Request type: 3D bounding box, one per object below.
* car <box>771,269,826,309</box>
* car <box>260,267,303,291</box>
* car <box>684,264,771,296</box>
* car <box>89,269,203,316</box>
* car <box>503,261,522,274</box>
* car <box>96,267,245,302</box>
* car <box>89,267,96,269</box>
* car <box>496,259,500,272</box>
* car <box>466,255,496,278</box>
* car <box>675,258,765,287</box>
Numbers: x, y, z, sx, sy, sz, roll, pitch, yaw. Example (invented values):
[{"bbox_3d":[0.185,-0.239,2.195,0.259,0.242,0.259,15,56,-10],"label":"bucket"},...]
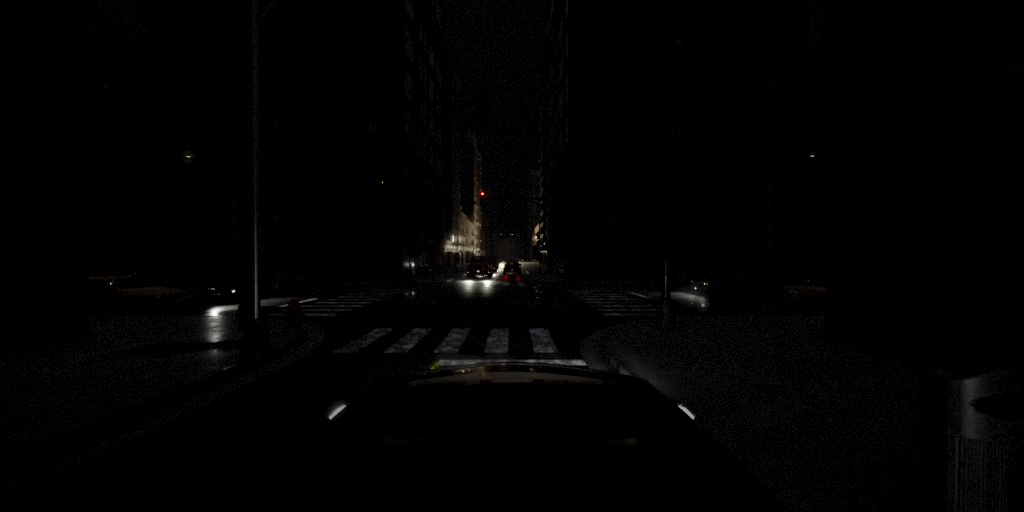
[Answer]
[{"bbox_3d":[12.481,1.280,12.949,4.829,1.417,1.751,0,0,0],"label":"car"},{"bbox_3d":[-14.567,1.306,20.961,4.313,1.339,1.948,0,0,0],"label":"car"},{"bbox_3d":[12.136,1.277,18.398,5.357,1.411,2.033,0,0,3],"label":"car"},{"bbox_3d":[-14.402,1.304,12.936,4.829,1.417,1.751,0,0,0],"label":"car"},{"bbox_3d":[0.007,1.263,40.024,1.812,1.442,4.674,0,0,0],"label":"car"},{"bbox_3d":[-14.408,1.271,15.484,4.892,1.490,1.837,0,0,1],"label":"car"},{"bbox_3d":[-25.392,1.314,20.956,4.313,1.339,1.948,0,0,0],"label":"car"},{"bbox_3d":[-2.923,0.956,44.000,2.150,2.045,5.566,0,0,0],"label":"car"},{"bbox_3d":[-2.907,0.963,33.542,2.150,2.045,5.566,0,0,0],"label":"car"},{"bbox_3d":[12.316,1.032,20.974,5.009,1.841,2.192,0,0,0],"label":"car"}]
